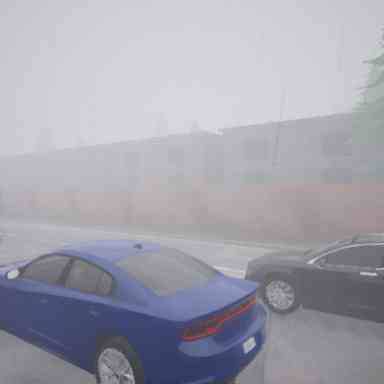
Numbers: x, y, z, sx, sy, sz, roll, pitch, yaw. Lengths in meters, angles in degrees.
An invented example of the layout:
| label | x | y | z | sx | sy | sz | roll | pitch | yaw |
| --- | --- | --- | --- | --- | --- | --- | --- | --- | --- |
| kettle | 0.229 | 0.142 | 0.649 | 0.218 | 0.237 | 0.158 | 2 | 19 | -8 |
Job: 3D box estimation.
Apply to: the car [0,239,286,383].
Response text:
| label | x | y | z | sx | sy | sz | roll | pitch | yaw |
| --- | --- | --- | --- | --- | --- | --- | --- | --- | --- |
| car | -1.403 | 1.464 | 4.990 | 5.008 | 1.535 | 1.882 | 0 | 0 | 35 |

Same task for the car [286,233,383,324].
| label | x | y | z | sx | sy | sz | roll | pitch | yaw |
| --- | --- | --- | --- | --- | --- | --- | --- | --- | --- |
| car | 3.320 | 1.503 | 5.923 | 4.892 | 1.490 | 1.837 | 0 | 0 | 35 |
